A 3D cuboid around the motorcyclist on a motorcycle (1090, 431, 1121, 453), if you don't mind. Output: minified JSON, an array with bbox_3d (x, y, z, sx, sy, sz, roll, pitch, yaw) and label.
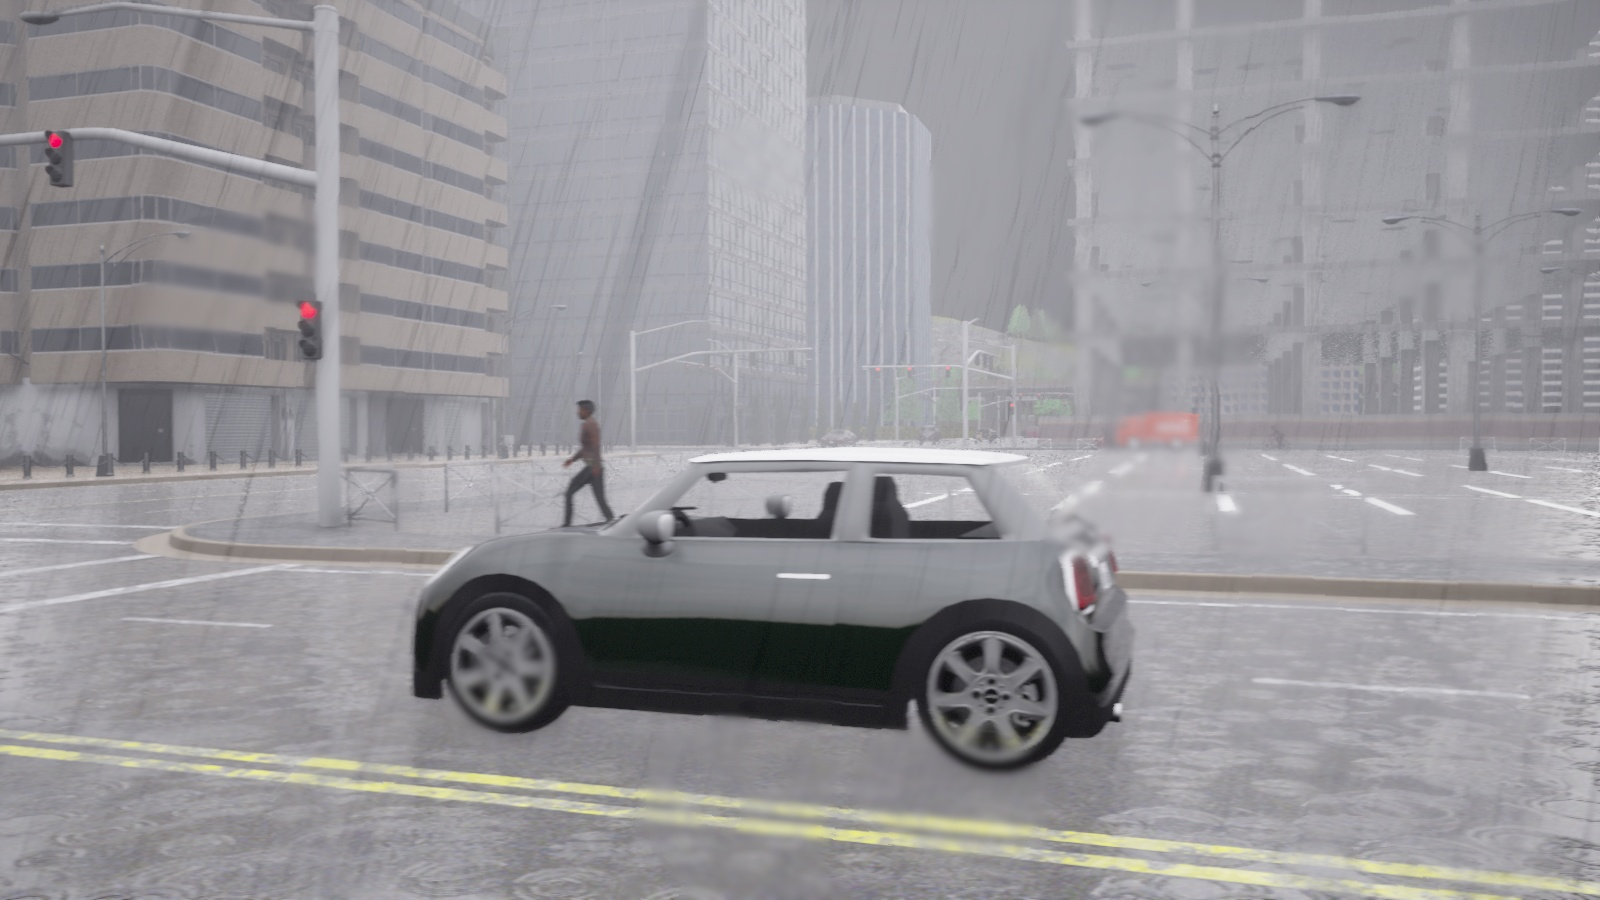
[{"bbox_3d":[21.128,-0.560,86.777,2.044,1.523,0.797,0,1,17],"label":"motorcyclist on a motorcycle"}]

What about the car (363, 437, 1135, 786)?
[{"bbox_3d":[-0.188,0.680,6.948,3.806,1.475,1.970,1,1,19],"label":"car"}]

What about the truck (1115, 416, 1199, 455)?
[{"bbox_3d":[23.452,-0.950,82.397,5.204,2.467,2.627,0,1,17],"label":"truck"}]

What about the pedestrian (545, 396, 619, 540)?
[{"bbox_3d":[-2.753,0.220,15.888,0.869,1.805,0.328,0,1,2],"label":"pedestrian"}]
